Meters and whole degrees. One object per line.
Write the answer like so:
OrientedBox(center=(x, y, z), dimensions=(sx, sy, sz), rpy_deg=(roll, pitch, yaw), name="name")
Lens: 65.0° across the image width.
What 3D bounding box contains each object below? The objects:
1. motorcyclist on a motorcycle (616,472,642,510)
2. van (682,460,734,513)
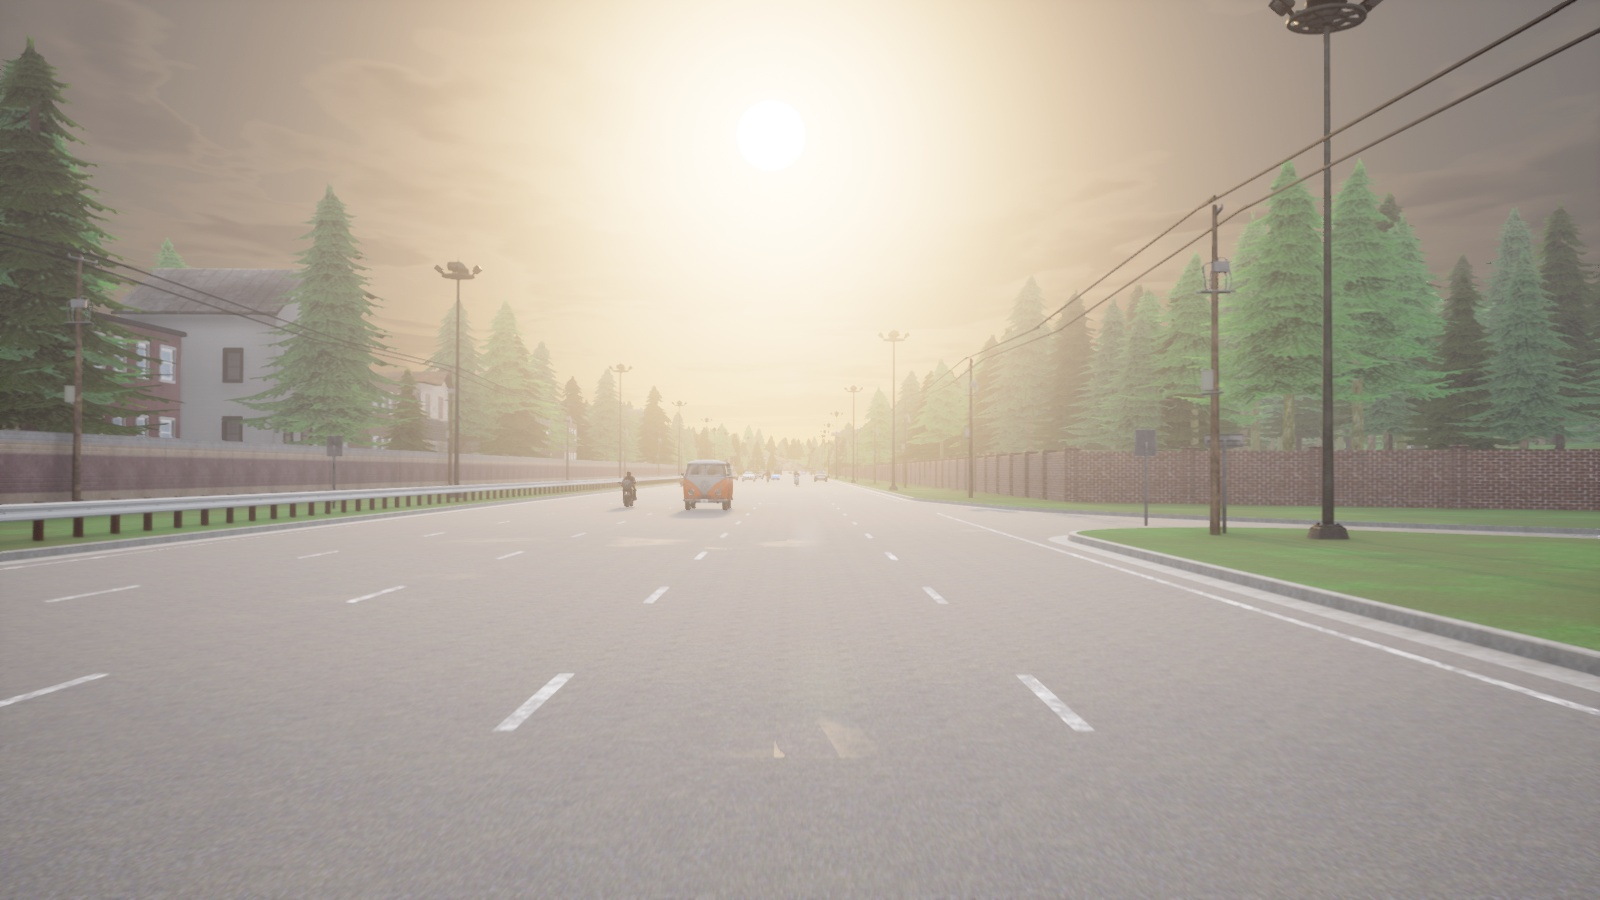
OrientedBox(center=(-7.126, 1.702, 52.442), dimensions=(0.797, 1.523, 2.044), rpy_deg=(0, -1, 0), name="motorcyclist on a motorcycle")
OrientedBox(center=(-3.621, 1.417, 49.992), dimensions=(1.775, 1.987, 4.442), rpy_deg=(0, -1, 0), name="van")
